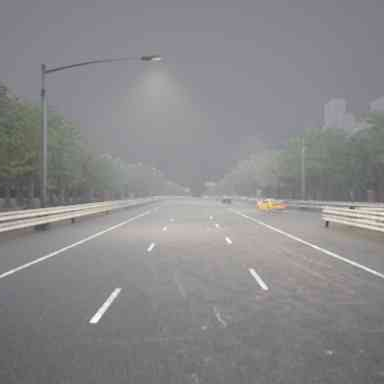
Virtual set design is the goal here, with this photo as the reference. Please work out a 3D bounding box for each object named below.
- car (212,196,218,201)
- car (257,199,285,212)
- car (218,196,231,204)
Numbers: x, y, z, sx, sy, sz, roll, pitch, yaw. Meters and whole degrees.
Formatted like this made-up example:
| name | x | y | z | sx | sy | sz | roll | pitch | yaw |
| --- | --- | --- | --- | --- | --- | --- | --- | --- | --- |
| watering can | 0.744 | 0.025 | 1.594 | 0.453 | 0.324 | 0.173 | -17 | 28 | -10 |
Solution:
| name | x | y | z | sx | sy | sz | roll | pitch | yaw |
| --- | --- | --- | --- | --- | --- | --- | --- | --- | --- |
| car | 7.151 | 1.759 | 87.613 | 2.033 | 1.411 | 5.357 | 0 | 0 | 0 |
| car | 9.738 | 1.661 | 41.467 | 1.882 | 1.535 | 5.008 | 0 | 0 | -12 |
| car | 7.102 | 1.685 | 70.242 | 1.882 | 1.535 | 5.008 | 0 | 0 | 0 |
